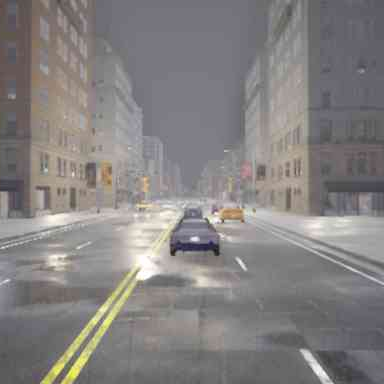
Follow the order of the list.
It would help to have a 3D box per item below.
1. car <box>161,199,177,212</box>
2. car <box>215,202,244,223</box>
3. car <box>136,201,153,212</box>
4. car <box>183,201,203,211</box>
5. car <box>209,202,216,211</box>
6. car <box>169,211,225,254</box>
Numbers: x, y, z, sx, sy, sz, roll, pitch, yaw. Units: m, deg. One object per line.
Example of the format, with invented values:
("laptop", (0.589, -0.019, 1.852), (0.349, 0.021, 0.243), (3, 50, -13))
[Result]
("car", (-3.236, 2.046, 45.983), (1.812, 1.442, 4.674), (0, -1, 0))
("car", (3.356, 1.781, 29.004), (1.882, 1.535, 5.008), (0, -1, 0))
("car", (-6.486, 1.967, 45.985), (1.882, 1.535, 5.008), (0, -1, 0))
("car", (0.111, 1.867, 32.630), (1.812, 1.442, 4.674), (0, -1, 0))
("car", (3.264, 1.930, 40.425), (1.837, 1.490, 4.892), (0, -1, 0))
("car", (0.104, 1.712, 14.167), (1.994, 1.385, 4.181), (0, -1, 0))
